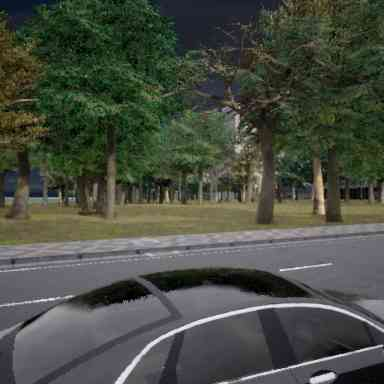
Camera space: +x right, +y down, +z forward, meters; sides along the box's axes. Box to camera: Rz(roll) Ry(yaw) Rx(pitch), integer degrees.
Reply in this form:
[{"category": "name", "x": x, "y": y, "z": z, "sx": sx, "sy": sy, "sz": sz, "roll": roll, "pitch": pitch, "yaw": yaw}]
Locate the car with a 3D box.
[{"category": "car", "x": 0.498, "y": 1.506, "z": 3.075, "sx": 4.892, "sy": 1.490, "sz": 1.837, "roll": 0, "pitch": 0, "yaw": -25}]
